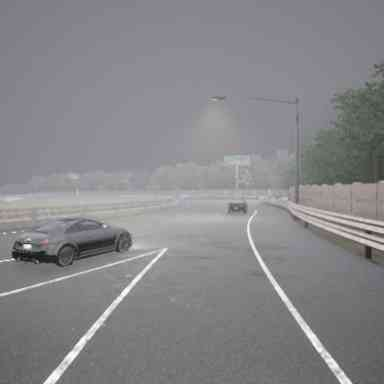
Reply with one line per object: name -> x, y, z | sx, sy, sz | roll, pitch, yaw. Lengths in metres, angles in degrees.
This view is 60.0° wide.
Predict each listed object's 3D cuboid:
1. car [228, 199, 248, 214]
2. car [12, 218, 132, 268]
car -> 5.200, 1.568, 37.344 | 1.882, 1.535, 5.008 | 0, 0, 13
car -> -3.981, 1.597, 11.680 | 1.994, 1.385, 4.181 | 0, 0, 27
